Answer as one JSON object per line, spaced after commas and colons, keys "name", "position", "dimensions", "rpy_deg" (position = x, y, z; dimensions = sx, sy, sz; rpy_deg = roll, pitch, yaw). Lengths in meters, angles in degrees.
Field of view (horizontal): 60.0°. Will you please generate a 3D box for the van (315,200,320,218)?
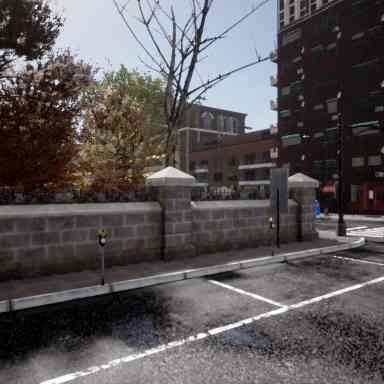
{"name": "van", "position": [10.496, 1.647, 32.597], "dimensions": [1.690, 1.788, 3.998], "rpy_deg": [-1, 0, -36]}
